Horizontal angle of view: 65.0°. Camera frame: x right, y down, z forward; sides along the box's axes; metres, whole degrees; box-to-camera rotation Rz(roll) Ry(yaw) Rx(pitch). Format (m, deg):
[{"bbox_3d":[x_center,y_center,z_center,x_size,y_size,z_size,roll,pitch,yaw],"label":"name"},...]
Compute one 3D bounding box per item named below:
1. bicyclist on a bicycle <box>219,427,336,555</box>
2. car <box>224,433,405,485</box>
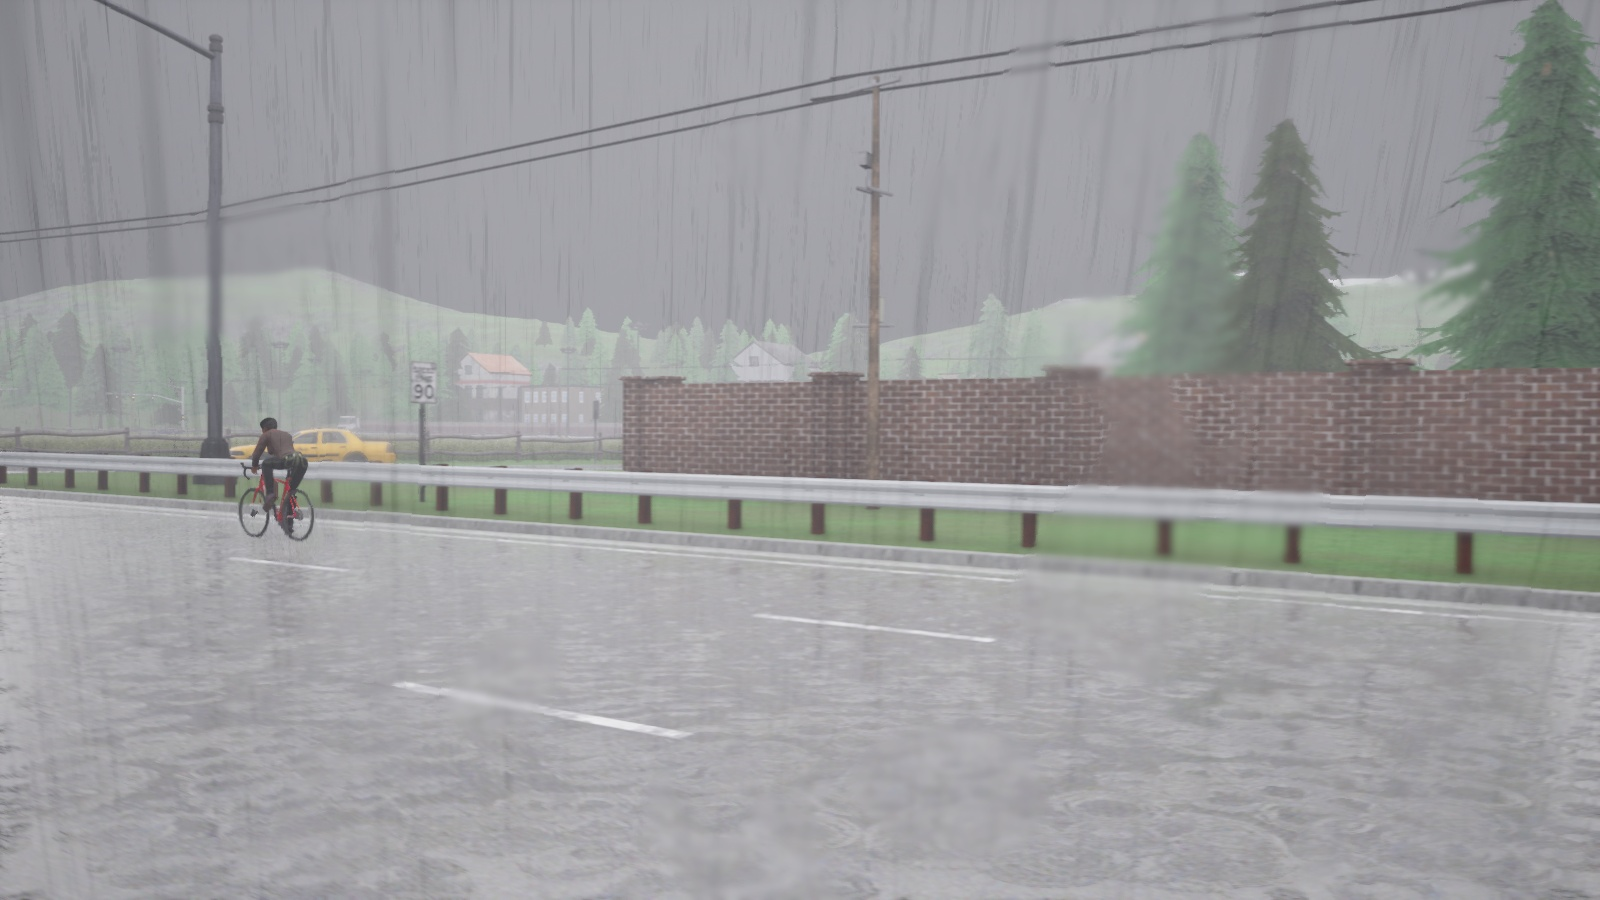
[{"bbox_3d":[-6.930,0.520,16.629,1.656,1.620,0.582,0,1,34],"label":"bicyclist on a bicycle"},{"bbox_3d":[-15.947,0.250,41.342,5.366,1.575,1.801,-1,1,-27],"label":"car"}]
